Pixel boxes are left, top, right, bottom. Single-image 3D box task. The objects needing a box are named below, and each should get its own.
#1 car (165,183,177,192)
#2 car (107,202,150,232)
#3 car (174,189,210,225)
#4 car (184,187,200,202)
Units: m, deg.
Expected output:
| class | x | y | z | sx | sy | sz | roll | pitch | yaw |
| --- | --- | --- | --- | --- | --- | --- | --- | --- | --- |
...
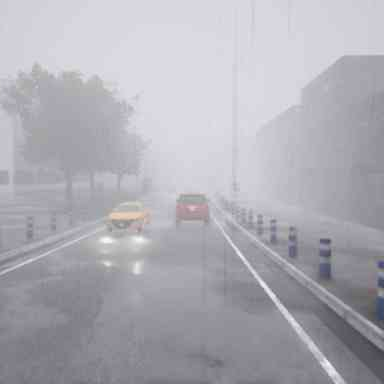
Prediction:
| class | x | y | z | sx | sy | sz | roll | pitch | yaw |
| --- | --- | --- | --- | --- | --- | --- | --- | --- | --- |
| car | -3.758 | -0.860 | 60.133 | 1.812 | 1.442 | 4.674 | 0 | 4 | 0 |
| car | -3.660 | 1.361 | 19.807 | 1.882 | 1.535 | 5.008 | 0 | 1 | 0 |
| car | 0.041 | 1.037 | 22.458 | 2.150 | 2.045 | 5.566 | 0 | 2 | 0 |
| car | -0.038 | 0.323 | 42.749 | 1.882 | 1.535 | 5.008 | 0 | 4 | 0 |
